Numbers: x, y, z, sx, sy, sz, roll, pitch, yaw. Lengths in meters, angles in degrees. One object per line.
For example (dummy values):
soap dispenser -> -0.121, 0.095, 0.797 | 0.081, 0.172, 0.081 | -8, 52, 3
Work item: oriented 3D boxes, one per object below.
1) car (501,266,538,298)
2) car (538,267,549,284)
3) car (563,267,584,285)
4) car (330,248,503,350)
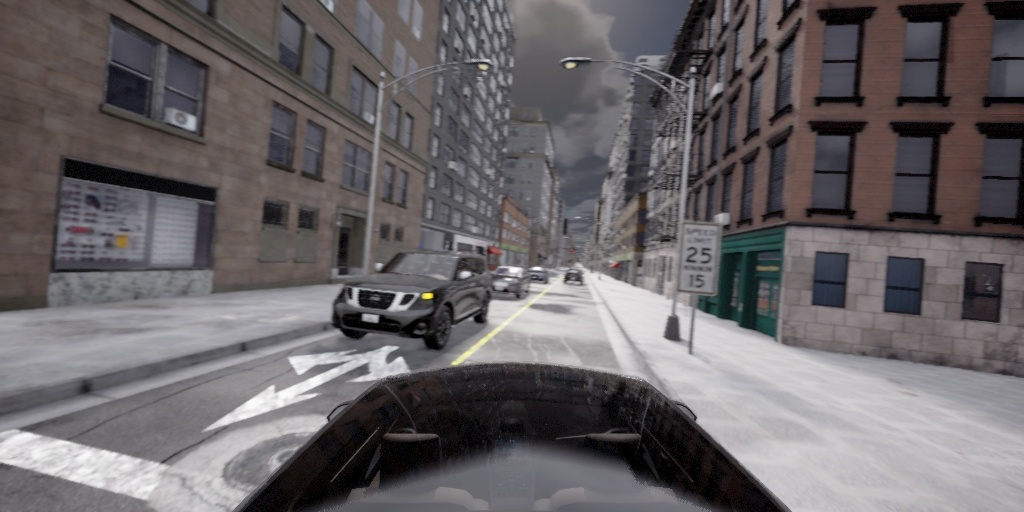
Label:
car -> -0.130, 1.327, 19.520 | 2.128, 1.511, 4.902 | 5, 0, 11
car -> 2.283, 1.673, 32.304 | 1.994, 1.385, 4.181 | 5, 0, 11
car -> 6.160, 1.983, 35.752 | 1.812, 1.442, 4.674 | 5, 0, 11
car -> -2.042, 0.842, 9.239 | 2.150, 2.045, 5.566 | 5, 0, 11
